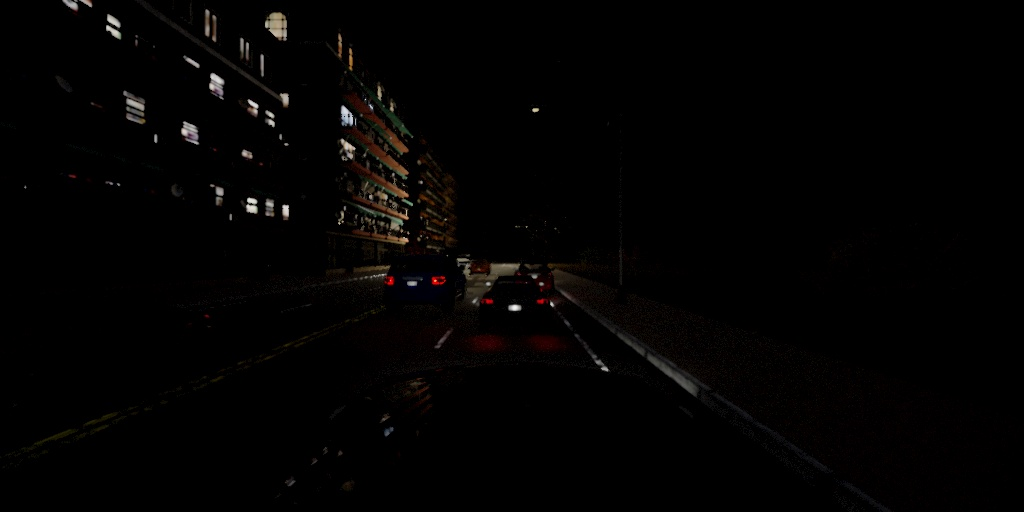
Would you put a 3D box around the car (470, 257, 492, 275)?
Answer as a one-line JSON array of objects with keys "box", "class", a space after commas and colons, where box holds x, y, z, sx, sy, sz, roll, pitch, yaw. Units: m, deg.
[{"box": [-3.167, 1.134, 36.914, 1.882, 1.535, 5.008, 0, 0, 0], "class": "car"}]

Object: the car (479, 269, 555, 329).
[{"box": [0.090, 1.290, 11.173, 1.994, 1.385, 4.181, 0, 0, 0], "class": "car"}]

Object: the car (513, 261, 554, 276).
[{"box": [1.128, 1.053, 20.109, 2.097, 1.767, 4.553, 0, 0, 0], "class": "car"}]

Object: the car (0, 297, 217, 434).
[{"box": [-6.601, 1.305, 5.060, 1.994, 1.385, 4.181, 0, 0, 0], "class": "car"}]

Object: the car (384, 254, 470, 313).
[{"box": [-3.156, 0.942, 14.010, 2.150, 2.045, 5.566, 0, 0, 0], "class": "car"}]

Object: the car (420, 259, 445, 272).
[{"box": [-9.867, 1.125, 44.977, 2.128, 1.511, 4.902, 0, 0, 0], "class": "car"}]
